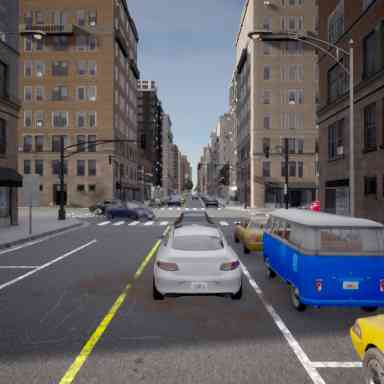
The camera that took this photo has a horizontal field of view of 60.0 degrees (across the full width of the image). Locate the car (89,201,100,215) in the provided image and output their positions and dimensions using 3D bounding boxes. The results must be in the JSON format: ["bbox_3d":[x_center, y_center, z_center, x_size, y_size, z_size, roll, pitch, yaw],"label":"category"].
[{"bbox_3d":[-7.448,1.498,32.283,4.892,1.490,1.837,0,0,0],"label":"car"}]

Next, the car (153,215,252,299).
[{"bbox_3d":[0.084,1.527,8.317,1.812,1.442,4.674,0,0,-1],"label":"car"}]

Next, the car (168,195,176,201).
[{"bbox_3d":[-5.024,1.527,83.923,1.752,1.417,4.829,1,0,1],"label":"car"}]

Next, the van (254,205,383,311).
[{"bbox_3d":[2.685,1.342,7.469,1.690,1.788,3.998,1,0,0],"label":"van"}]

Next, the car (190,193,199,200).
[{"bbox_3d":[0.935,1.523,91.853,1.812,1.442,4.674,0,0,1],"label":"car"}]

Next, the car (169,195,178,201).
[{"bbox_3d":[-4.946,1.566,89.621,1.947,1.339,4.313,1,0,1],"label":"car"}]

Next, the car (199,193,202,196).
[{"bbox_3d":[3.579,1.550,89.517,2.008,1.369,4.403,1,0,1],"label":"car"}]

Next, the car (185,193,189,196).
[{"bbox_3d":[-2.338,1.359,72.034,2.097,1.767,4.553,0,0,1],"label":"car"}]

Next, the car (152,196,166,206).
[{"bbox_3d":[-5.482,1.588,50.920,1.802,1.307,4.206,1,0,1],"label":"car"}]

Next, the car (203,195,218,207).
[{"bbox_3d":[3.044,1.571,50.806,1.947,1.339,4.313,1,0,1],"label":"car"}]

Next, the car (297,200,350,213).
[{"bbox_3d":[15.241,1.712,38.814,5.357,1.411,2.033,0,-1,0],"label":"car"}]

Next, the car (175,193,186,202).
[{"bbox_3d":[-2.543,1.483,61.907,1.882,1.535,5.008,0,0,1],"label":"car"}]

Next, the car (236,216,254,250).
[{"bbox_3d":[2.689,1.528,13.313,1.752,1.417,4.829,1,0,0],"label":"car"}]

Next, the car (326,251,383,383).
[{"bbox_3d":[2.678,1.526,1.966,1.752,1.417,4.829,1,0,0],"label":"car"}]

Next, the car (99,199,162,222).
[{"bbox_3d":[-4.898,1.528,26.170,4.674,1.442,1.812,0,-1,38],"label":"car"}]

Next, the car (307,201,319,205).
[{"bbox_3d":[15.592,1.356,35.566,5.566,2.045,2.150,0,-1,0],"label":"car"}]

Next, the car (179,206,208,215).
[{"bbox_3d":[0.108,1.567,15.653,1.994,1.385,4.181,0,0,0],"label":"car"}]

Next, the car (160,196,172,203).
[{"bbox_3d":[-5.251,1.549,67.506,1.887,1.381,4.507,1,0,1],"label":"car"}]

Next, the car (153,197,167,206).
[{"bbox_3d":[-5.405,1.571,56.449,1.947,1.339,4.313,1,0,1],"label":"car"}]

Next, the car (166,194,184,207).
[{"bbox_3d":[-2.702,1.483,52.247,1.882,1.535,5.008,0,0,1],"label":"car"}]

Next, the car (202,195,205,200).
[{"bbox_3d":[3.120,1.549,56.336,1.887,1.381,4.507,1,0,1],"label":"car"}]

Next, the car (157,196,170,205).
[{"bbox_3d":[-5.328,1.556,61.977,2.008,1.369,4.403,1,0,1],"label":"car"}]

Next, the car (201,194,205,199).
[{"bbox_3d":[3.196,1.555,61.866,2.008,1.369,4.403,1,0,1],"label":"car"}]
